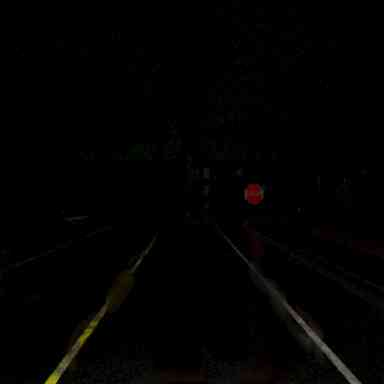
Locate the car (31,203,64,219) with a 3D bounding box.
[{"bbox_3d":[-14.938,1.794,32.190,4.892,1.490,1.837,0,-1,0],"label":"car"}]

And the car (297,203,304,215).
[{"bbox_3d":[14.364,1.536,36.283,5.566,2.045,2.150,0,-1,-1],"label":"car"}]
